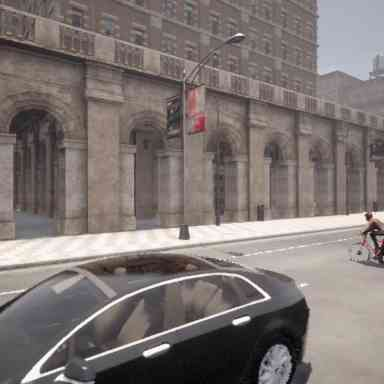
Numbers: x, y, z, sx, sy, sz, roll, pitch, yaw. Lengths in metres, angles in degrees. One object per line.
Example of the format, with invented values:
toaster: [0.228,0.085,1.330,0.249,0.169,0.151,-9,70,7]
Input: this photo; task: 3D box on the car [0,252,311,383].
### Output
car: [-0.760,1.504,3.450,4.892,1.490,1.837,0,0,-36]

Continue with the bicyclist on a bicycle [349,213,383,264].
bicyclist on a bicycle: [5.559,1.455,10.108,0.582,1.620,1.656,0,-2,-36]

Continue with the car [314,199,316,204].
car: [20.450,1.595,60.727,1.895,1.301,4.718,0,0,-37]
